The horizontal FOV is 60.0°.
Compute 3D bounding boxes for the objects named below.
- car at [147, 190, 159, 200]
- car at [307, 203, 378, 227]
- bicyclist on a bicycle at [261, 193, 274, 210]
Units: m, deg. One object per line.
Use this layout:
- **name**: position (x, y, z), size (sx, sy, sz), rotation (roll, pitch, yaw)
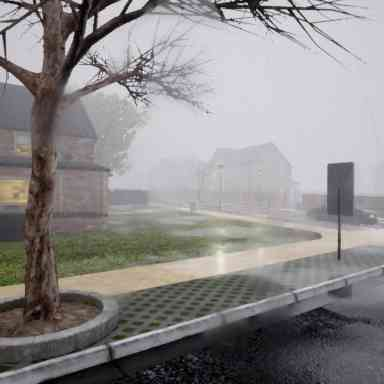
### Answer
- **car**: position (-6.673, 0.503, 51.842), size (1.837, 1.490, 4.892), rotation (1, 1, -28)
- **car**: position (9.525, 1.342, 21.325), size (1.994, 1.385, 4.181), rotation (0, 1, -33)
- **bicyclist on a bicycle**: position (7.245, 0.883, 31.915), size (1.656, 1.620, 0.582), rotation (1, 1, -28)
